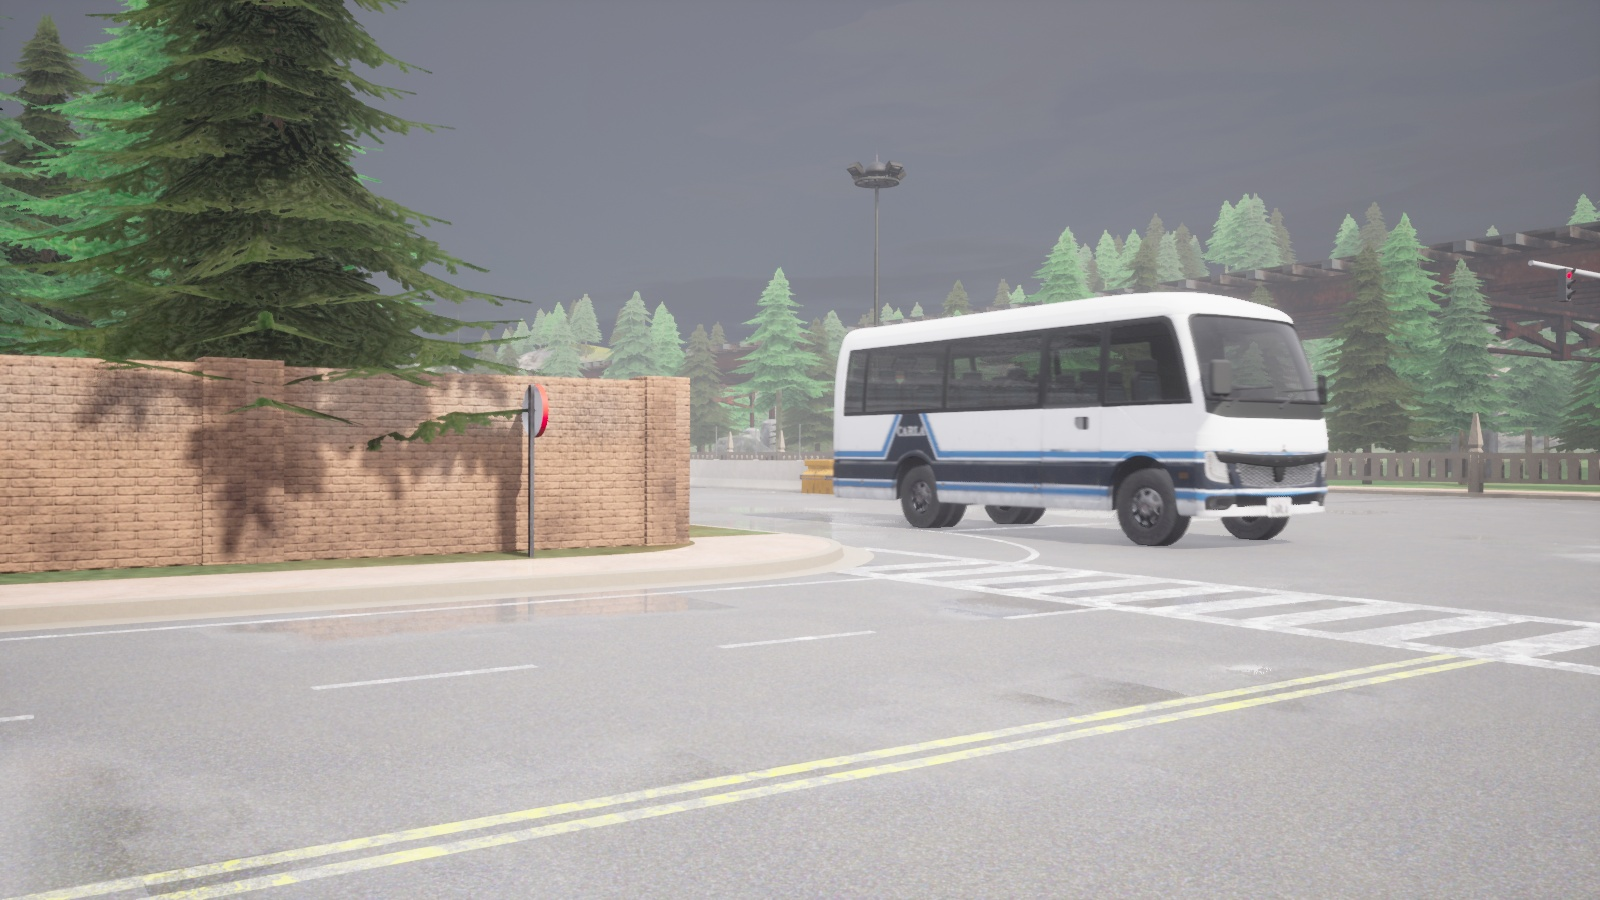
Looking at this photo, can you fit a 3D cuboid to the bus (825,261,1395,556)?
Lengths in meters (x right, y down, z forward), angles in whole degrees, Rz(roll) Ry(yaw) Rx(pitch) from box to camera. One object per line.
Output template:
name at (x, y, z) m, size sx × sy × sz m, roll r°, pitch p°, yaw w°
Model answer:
bus at (5.081, -0.585, 23.420) m, size 3.944 × 4.253 × 10.273 m, roll 0°, pitch 0°, yaw -35°
